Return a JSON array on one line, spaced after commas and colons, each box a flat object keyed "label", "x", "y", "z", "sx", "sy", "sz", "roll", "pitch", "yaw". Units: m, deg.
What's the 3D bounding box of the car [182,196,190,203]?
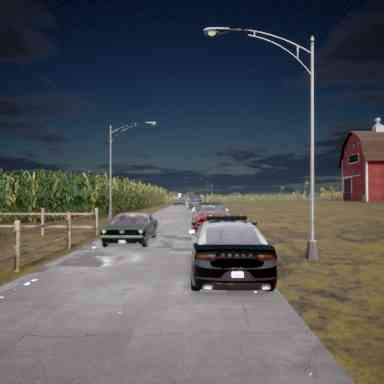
[{"label": "car", "x": -1.653, "y": 2.080, "z": 92.748, "sx": 2.097, "sy": 1.767, "sz": 4.553, "roll": 0, "pitch": -1, "yaw": 1}]

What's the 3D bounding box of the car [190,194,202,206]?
[{"label": "car", "x": 0.717, "y": 1.482, "z": 60.644, "sx": 2.150, "sy": 2.045, "sz": 5.566, "roll": 0, "pitch": -1, "yaw": 1}]

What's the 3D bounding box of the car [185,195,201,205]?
[{"label": "car", "x": 0.560, "y": 1.598, "z": 46.486, "sx": 2.128, "sy": 1.511, "sz": 4.902, "roll": 0, "pitch": 0, "yaw": 1}]

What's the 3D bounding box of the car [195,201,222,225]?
[{"label": "car", "x": 1.120, "y": 1.527, "z": 25.046, "sx": 1.837, "sy": 1.490, "sz": 4.892, "roll": 0, "pitch": 0, "yaw": 1}]

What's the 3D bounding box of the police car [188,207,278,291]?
[{"label": "police car", "x": 0.931, "y": 1.430, "z": 9.153, "sx": 1.930, "sy": 1.638, "sz": 5.238, "roll": 0, "pitch": 0, "yaw": 1}]

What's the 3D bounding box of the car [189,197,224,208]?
[{"label": "car", "x": 1.048, "y": 1.366, "z": 19.014, "sx": 2.097, "sy": 1.767, "sz": 4.553, "roll": 0, "pitch": 0, "yaw": 1}]

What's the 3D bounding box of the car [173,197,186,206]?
[{"label": "car", "x": -2.149, "y": 1.786, "z": 57.656, "sx": 1.994, "sy": 1.385, "sz": 4.181, "roll": 0, "pitch": -1, "yaw": 1}]

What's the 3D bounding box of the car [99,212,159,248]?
[{"label": "car", "x": -2.673, "y": 1.611, "z": 15.005, "sx": 1.895, "sy": 1.301, "sz": 4.718, "roll": 0, "pitch": 0, "yaw": 1}]
